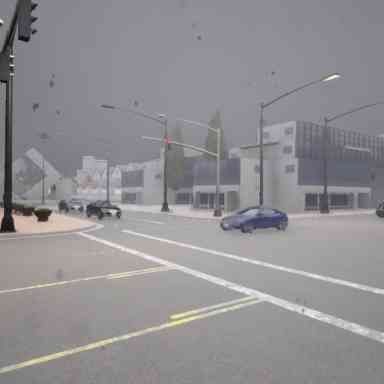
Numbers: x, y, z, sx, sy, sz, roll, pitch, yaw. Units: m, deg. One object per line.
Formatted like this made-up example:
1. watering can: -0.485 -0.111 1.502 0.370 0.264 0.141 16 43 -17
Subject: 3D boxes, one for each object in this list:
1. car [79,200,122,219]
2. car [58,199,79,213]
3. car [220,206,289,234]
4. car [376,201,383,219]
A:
1. car: -7.745 1.502 28.912 2.128 1.511 4.902 1 0 -35
2. car: -13.654 1.500 37.381 2.128 1.511 4.902 1 0 -35
3. car: 3.783 1.591 19.616 4.674 1.442 1.812 0 0 -36
4. car: 19.216 1.413 30.672 5.566 2.045 2.150 1 0 -36
